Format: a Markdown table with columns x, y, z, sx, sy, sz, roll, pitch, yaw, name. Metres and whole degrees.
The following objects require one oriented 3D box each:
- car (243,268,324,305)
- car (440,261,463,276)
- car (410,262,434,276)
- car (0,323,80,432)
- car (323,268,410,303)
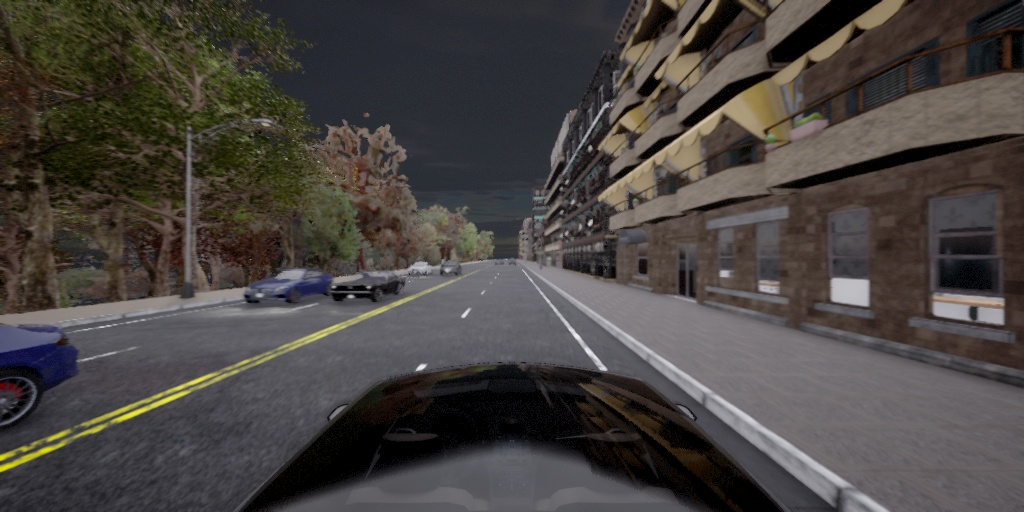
| x | y | z | sx | sy | sz | roll | pitch | yaw | name |
| --- | --- | --- | --- | --- | --- | --- | --- | --- | --- |
| -9.818 | 1.273 | 16.300 | 1.812 | 1.442 | 4.674 | 0 | 0 | 0 | car |
| -6.467 | 1.318 | 38.493 | 2.128 | 1.511 | 4.902 | 0 | 0 | 0 | car |
| -9.718 | 1.338 | 38.426 | 1.812 | 1.442 | 4.674 | 0 | 0 | 0 | car |
| -6.596 | 1.251 | 2.758 | 1.812 | 1.442 | 4.674 | 0 | 0 | 0 | car |
| -6.565 | 1.363 | 16.819 | 1.895 | 1.301 | 4.718 | 0 | 0 | 0 | car |
